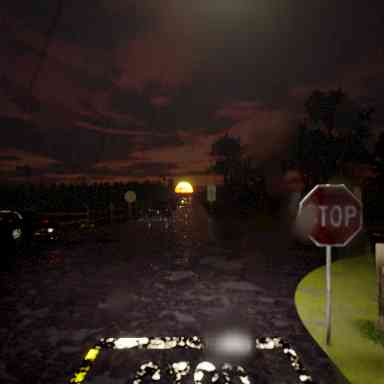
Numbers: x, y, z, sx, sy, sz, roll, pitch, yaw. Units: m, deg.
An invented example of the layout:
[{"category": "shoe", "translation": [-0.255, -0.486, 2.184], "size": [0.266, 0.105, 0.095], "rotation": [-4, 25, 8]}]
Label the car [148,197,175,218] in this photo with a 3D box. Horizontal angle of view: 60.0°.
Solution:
[{"category": "car", "translation": [-2.895, 1.535, 30.989], "size": [1.837, 1.490, 4.892], "rotation": [0, 0, 1]}]

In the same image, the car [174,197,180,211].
[{"category": "car", "translation": [-2.876, 1.549, 41.304], "size": [1.837, 1.490, 4.892], "rotation": [0, 0, 0]}]

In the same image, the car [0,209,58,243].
[{"category": "car", "translation": [-9.085, 1.639, 16.566], "size": [4.892, 1.490, 1.837], "rotation": [-2, -2, 17]}]
